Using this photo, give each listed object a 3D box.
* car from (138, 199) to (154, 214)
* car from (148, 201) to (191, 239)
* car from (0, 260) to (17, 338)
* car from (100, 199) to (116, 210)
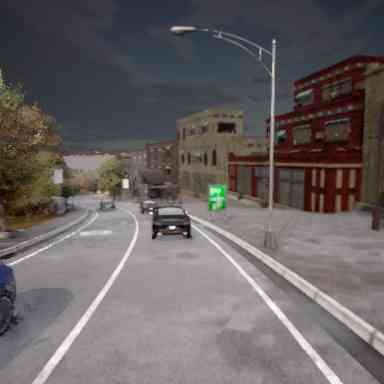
[{"bbox_3d":[-4.640,1.521,35.315,1.812,1.442,4.674,-2,0,-14],"label":"car"},{"bbox_3d":[-1.197,1.459,17.480,1.882,1.535,5.008,-1,0,-7],"label":"car"},{"bbox_3d":[-3.777,1.540,3.848,1.812,1.442,4.674,0,0,-3],"label":"car"},{"bbox_3d":[-11.595,1.687,45.568,1.812,1.442,4.674,-2,0,-19],"label":"car"}]
